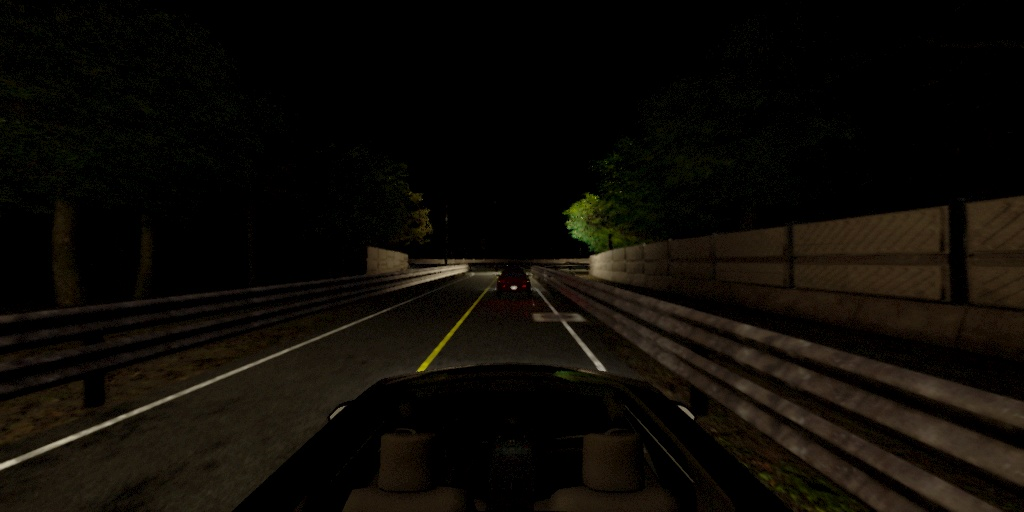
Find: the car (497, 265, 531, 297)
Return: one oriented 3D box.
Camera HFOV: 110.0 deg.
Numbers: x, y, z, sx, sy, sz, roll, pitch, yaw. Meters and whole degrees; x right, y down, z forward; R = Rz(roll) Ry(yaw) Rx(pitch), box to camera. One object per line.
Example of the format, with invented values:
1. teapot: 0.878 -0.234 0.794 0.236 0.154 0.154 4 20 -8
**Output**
1. car: 0.100 1.442 20.327 1.812 1.442 4.674 0 -1 0
